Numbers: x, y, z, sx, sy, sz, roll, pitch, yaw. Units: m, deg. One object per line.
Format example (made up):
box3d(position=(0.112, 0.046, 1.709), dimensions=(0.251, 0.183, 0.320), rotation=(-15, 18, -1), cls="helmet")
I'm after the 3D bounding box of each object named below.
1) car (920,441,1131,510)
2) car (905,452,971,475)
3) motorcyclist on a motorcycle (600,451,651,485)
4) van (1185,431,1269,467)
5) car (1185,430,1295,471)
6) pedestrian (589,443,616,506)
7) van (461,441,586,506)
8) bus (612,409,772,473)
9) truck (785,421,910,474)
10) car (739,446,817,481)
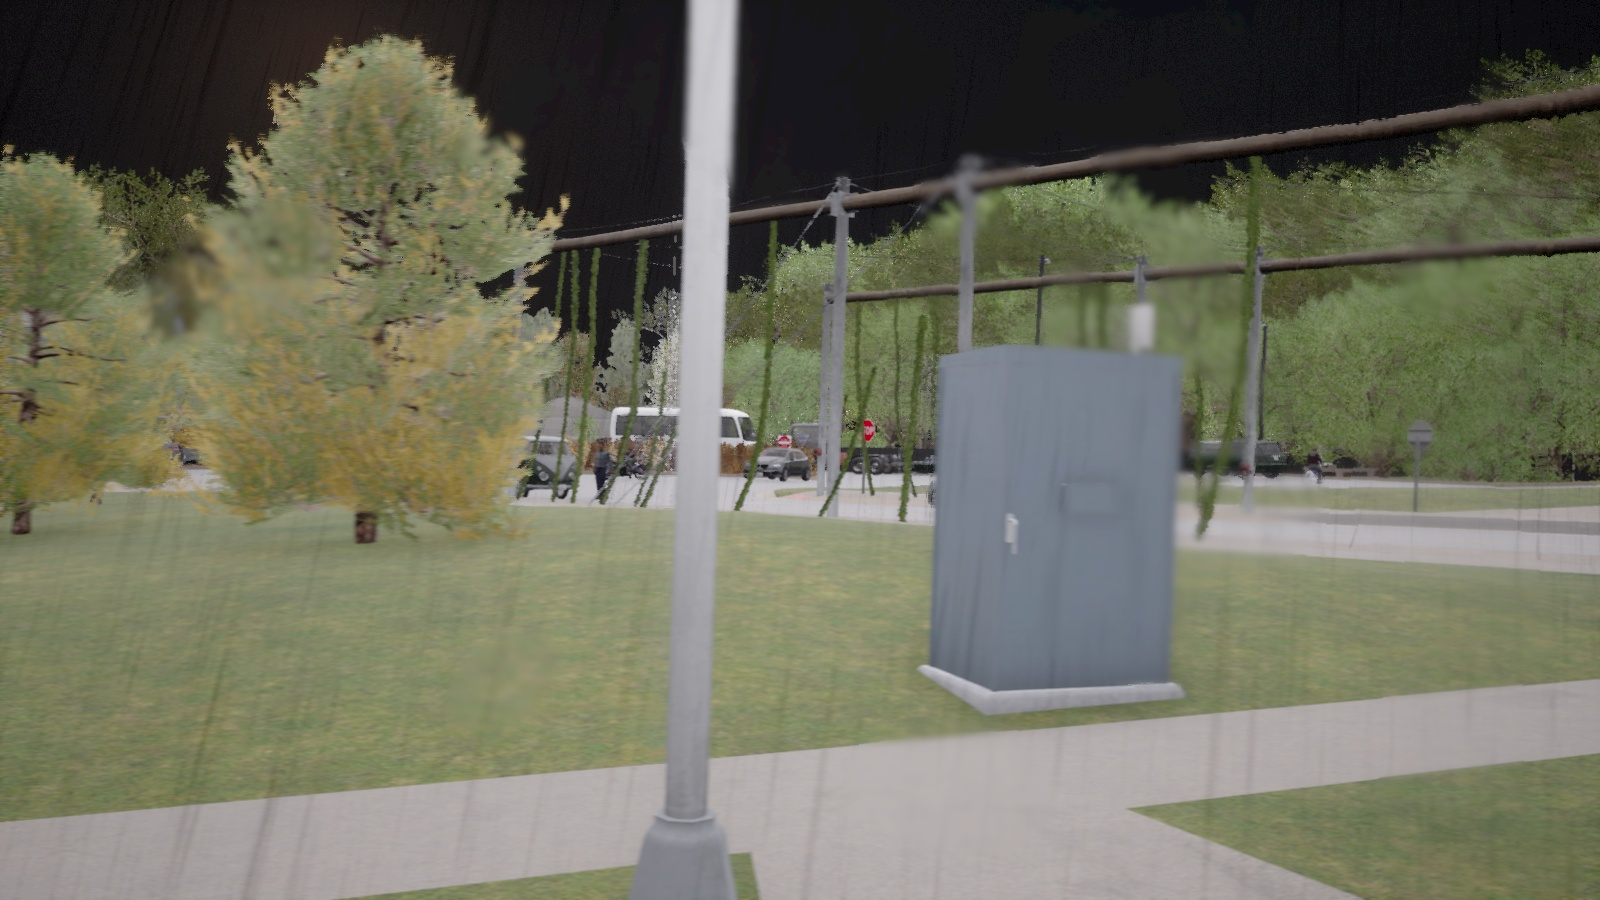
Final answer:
box3d(position=(5.821, 0.651, 32.826), dimensions=(5.027, 1.651, 2.152), rotation=(-1, -1, 43), cls="car")
box3d(position=(8.923, 0.869, 81.441), dimensions=(1.895, 1.301, 4.718), rotation=(-2, 2, -29), cls="car")
box3d(position=(-7.990, 0.808, 57.497), dimensions=(2.191, 1.530, 0.866), rotation=(0, 1, -21), cls="motorcyclist on a motorcycle")
box3d(position=(24.386, -0.018, 71.847), dimensions=(1.775, 1.987, 4.442), rotation=(-1, 0, -31), cls="van")
box3d(position=(23.279, 0.023, 66.676), dimensions=(2.150, 2.045, 5.566), rotation=(-2, 1, -25), cls="car")
box3d(position=(-6.165, 0.764, 39.199), dimensions=(0.423, 1.949, 0.788), rotation=(1, 0, 30), cls="pedestrian")
box3d(position=(-8.882, 0.728, 40.135), dimensions=(4.442, 1.987, 1.775), rotation=(0, -1, 44), cls="van")
box3d(position=(-7.439, -0.612, 86.674), dimensions=(10.273, 4.253, 3.944), rotation=(0, 1, 15), cls="bus")
box3d(position=(3.194, -0.218, 84.979), dimensions=(7.936, 3.462, 2.891), rotation=(0, 1, 27), cls="truck")
box3d(position=(-1.064, 0.655, 63.451), dimensions=(2.242, 1.667, 4.611), rotation=(1, 0, 22), cls="car")
